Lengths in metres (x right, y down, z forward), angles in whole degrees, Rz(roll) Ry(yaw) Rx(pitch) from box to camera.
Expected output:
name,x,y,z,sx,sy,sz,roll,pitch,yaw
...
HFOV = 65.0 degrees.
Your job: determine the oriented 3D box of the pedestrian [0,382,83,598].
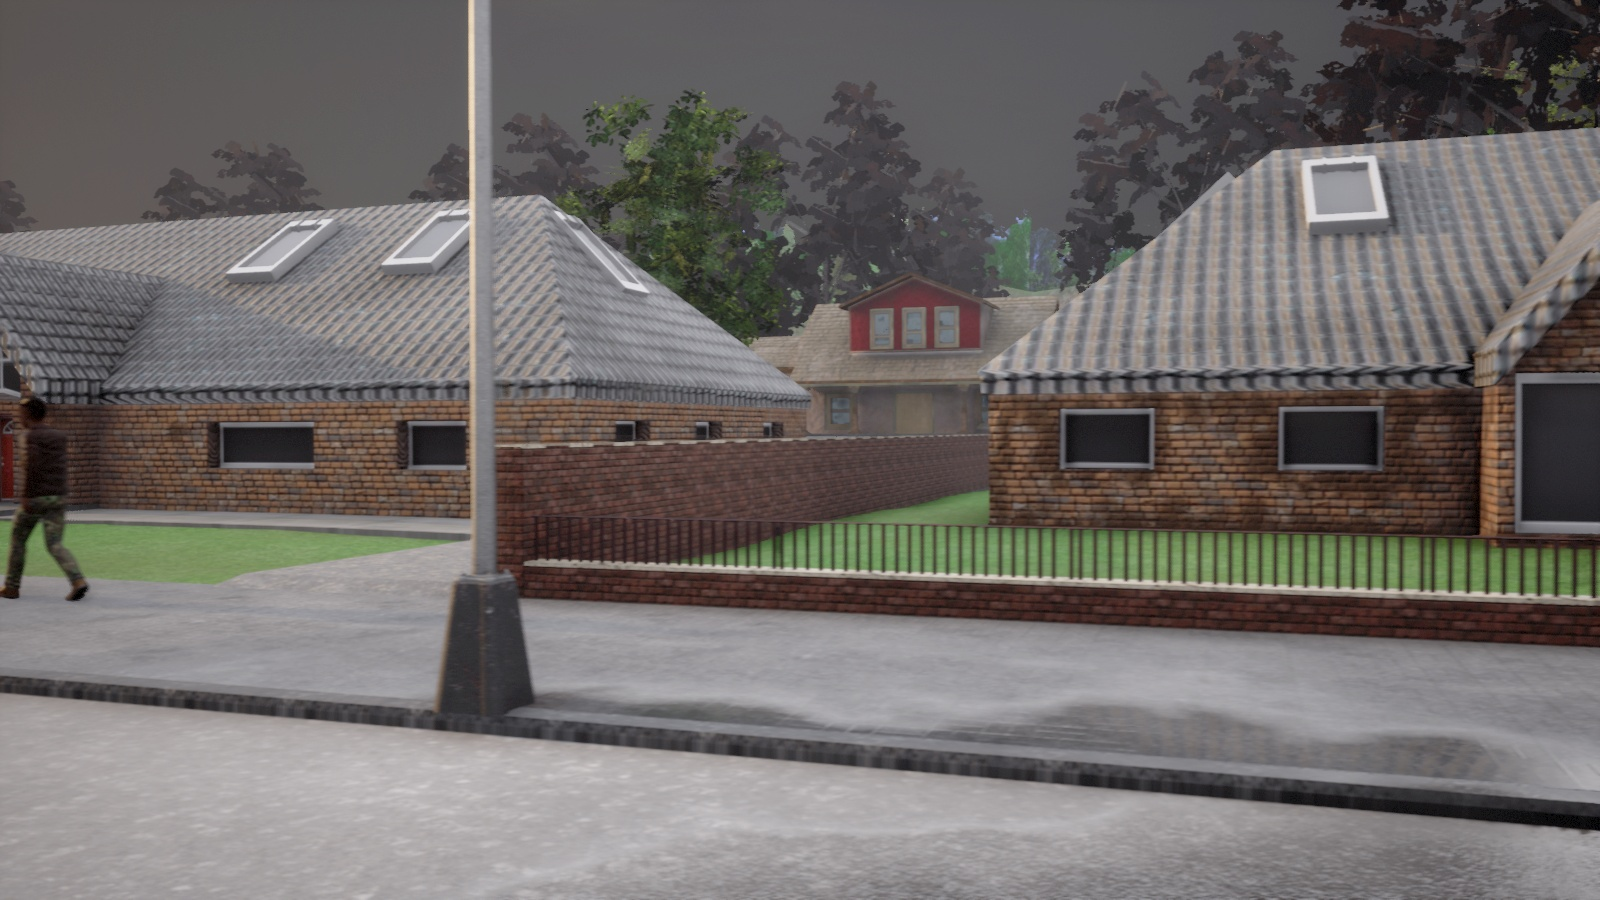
name,x,y,z,sx,sy,sz,roll,pitch,yaw
pedestrian,-6.747,0.335,11.008,0.703,1.840,0.431,0,1,17
